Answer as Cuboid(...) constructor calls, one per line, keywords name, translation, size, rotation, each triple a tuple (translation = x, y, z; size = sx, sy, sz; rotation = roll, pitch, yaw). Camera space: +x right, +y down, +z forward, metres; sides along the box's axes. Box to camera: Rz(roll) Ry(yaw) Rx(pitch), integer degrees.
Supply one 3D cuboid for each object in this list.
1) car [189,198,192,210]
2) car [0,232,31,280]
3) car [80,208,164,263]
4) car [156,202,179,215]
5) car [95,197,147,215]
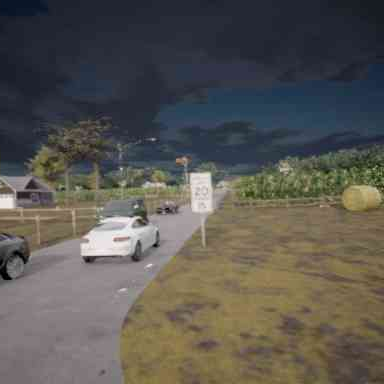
Cuboid(name="car", translation=(0.996, 1.212, 42.776), size=(2.150, 2.045, 5.566), rotation=(-3, 0, 8))
Cuboid(name="car", translation=(-6.071, 1.739, 8.068), size=(2.128, 1.511, 4.902), rotation=(-3, 0, 10))
Cuboid(name="car", translation=(-2.497, 1.596, 12.251), size=(1.812, 1.442, 4.674), rotation=(-3, 0, 6))
Cuboid(name="car", translation=(-2.633, 1.765, 36.094), size=(1.895, 1.301, 4.718), rotation=(-3, 0, 7))
Cuboid(name="car", translation=(-4.367, 1.419, 21.171), size=(2.150, 2.045, 5.566), rotation=(-3, 1, 7))
